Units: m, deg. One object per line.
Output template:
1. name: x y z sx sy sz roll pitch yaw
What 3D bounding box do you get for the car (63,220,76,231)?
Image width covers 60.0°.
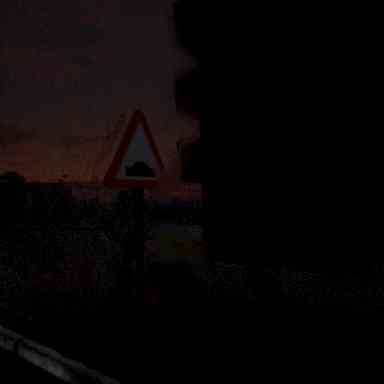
1. car: -25.472 6.662 63.493 4.892 1.521 2.231 -1 -6 6

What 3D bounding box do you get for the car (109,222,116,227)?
1. car: -20.239 7.876 74.320 4.674 1.452 2.002 -1 -6 6

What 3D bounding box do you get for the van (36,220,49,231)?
1. van: -27.988 5.848 58.095 4.442 1.987 1.878 -1 -7 6

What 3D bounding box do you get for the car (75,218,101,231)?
1. car: -21.572 7.293 71.642 5.566 2.045 2.435 -1 -6 6

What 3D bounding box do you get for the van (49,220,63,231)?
1. van: -26.676 6.142 60.809 4.442 1.987 1.878 -1 -7 6

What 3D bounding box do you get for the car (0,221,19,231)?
1. car: -30.733 5.526 52.658 4.674 1.452 2.002 -1 -7 6

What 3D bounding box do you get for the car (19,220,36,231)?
1. car: -29.602 5.780 55.388 5.366 1.575 1.946 -1 -6 6
